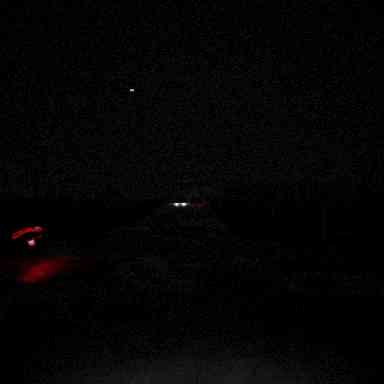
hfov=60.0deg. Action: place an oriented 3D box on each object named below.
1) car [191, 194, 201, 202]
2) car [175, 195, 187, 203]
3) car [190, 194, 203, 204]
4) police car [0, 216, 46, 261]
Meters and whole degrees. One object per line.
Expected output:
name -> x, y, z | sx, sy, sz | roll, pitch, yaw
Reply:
car -> 0.834, 1.199, 64.384 | 1.812, 1.442, 4.674 | 0, 0, 1
car -> -1.981, 1.252, 59.412 | 1.994, 1.385, 4.181 | 0, 0, 1
car -> 0.704, 1.211, 54.346 | 2.128, 1.511, 4.902 | 0, 0, 1
police car -> -7.368, 1.408, 10.364 | 4.974, 1.542, 2.038 | 0, 1, 1
